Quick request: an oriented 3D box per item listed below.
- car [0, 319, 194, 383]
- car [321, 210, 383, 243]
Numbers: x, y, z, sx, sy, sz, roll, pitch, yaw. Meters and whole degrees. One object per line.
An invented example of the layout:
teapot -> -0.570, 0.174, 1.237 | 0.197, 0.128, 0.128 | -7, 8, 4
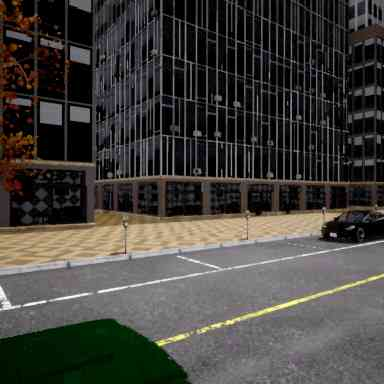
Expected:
car -> -2.140, 1.601, 1.795 | 4.718, 1.301, 1.895 | 0, 0, -35
car -> 8.140, 1.563, 16.226 | 4.313, 1.339, 1.947 | 0, 0, -36
